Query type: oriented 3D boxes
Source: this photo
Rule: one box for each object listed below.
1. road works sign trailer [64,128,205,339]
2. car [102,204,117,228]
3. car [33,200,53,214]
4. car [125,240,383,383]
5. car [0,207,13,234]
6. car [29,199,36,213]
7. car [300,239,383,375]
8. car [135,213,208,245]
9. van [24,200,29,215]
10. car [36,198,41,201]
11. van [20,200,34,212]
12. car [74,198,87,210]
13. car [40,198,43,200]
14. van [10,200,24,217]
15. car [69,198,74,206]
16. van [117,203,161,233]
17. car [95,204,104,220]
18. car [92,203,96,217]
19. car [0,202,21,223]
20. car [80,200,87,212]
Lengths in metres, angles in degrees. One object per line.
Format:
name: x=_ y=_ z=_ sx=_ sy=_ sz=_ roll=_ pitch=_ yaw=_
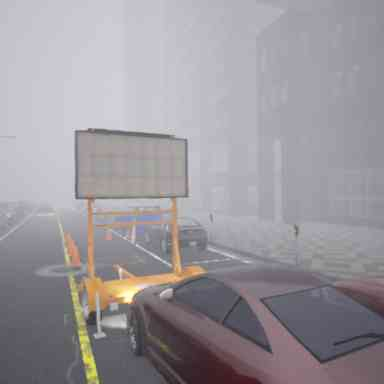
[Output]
road works sign trailer: x=-1.256 y=0.540 z=7.022 sx=2.380 sy=3.560 sz=2.880 roll=0 pitch=-1 yaw=-28
car: x=-5.137 y=1.830 z=24.566 sx=2.008 sy=1.369 sz=4.403 roll=-1 pitch=-1 yaw=-23
car: x=-19.607 y=2.188 z=44.344 sx=1.994 sy=1.385 sz=4.181 roll=0 pitch=-1 yaw=-23
car: x=0.635 y=1.593 z=4.060 sx=1.994 sy=1.385 sz=4.181 roll=0 pitch=-2 yaw=-29
car: x=-13.001 y=1.895 z=21.275 sx=1.947 sy=1.339 sz=4.313 roll=0 pitch=-1 yaw=-23
car: x=-23.831 y=2.013 z=47.293 sx=2.192 sy=1.841 sz=5.009 roll=-1 pitch=-1 yaw=-23
car: x=3.525 y=1.542 z=3.753 sx=1.887 sy=1.381 sz=4.507 roll=0 pitch=-1 yaw=-23
car: x=-0.806 y=1.687 z=14.159 sx=2.008 sy=1.369 sz=4.403 roll=0 pitch=-1 yaw=-23
van: x=-19.500 y=1.890 z=36.887 sx=1.690 sy=1.788 sz=3.998 roll=-1 pitch=-1 yaw=-23
car: x=-32.490 y=2.549 z=68.106 sx=1.887 sy=1.381 sz=4.507 roll=-1 pitch=-1 yaw=-23
van: x=-25.996 y=2.115 z=52.496 sx=1.690 sy=1.788 sz=3.998 roll=-1 pitch=-1 yaw=-23
car: x=-18.132 y=2.038 z=55.786 sx=2.192 sy=1.841 sz=5.009 roll=-1 pitch=-1 yaw=-23
car: x=-36.821 y=2.728 z=78.512 sx=1.947 sy=1.339 sz=4.313 roll=-1 pitch=-1 yaw=-23
van: x=-17.334 y=1.816 z=31.684 sx=1.690 sy=1.788 sz=3.998 roll=-1 pitch=-1 yaw=-23
car: x=-26.856 y=2.560 z=76.754 sx=1.752 sy=1.417 sz=4.829 roll=-1 pitch=-1 yaw=-23
van: x=-2.974 y=1.548 z=19.364 sx=1.690 sy=1.788 sz=3.998 roll=0 pitch=-1 yaw=-23
car: x=-7.302 y=1.933 z=29.769 sx=1.802 sy=1.307 sz=4.206 roll=-1 pitch=-1 yaw=-23
car: x=-9.468 y=1.975 z=34.972 sx=2.008 sy=1.369 sz=4.403 roll=-1 pitch=-1 yaw=-23
car: x=-15.168 y=1.842 z=26.479 sx=1.967 sy=1.590 sz=4.097 roll=-1 pitch=-1 yaw=-23
car: x=-13.798 y=2.118 z=45.378 sx=1.887 sy=1.381 sz=4.507 roll=-1 pitch=-1 yaw=-23
